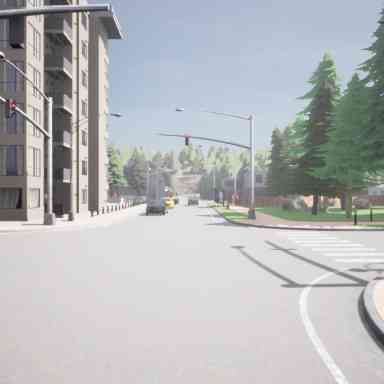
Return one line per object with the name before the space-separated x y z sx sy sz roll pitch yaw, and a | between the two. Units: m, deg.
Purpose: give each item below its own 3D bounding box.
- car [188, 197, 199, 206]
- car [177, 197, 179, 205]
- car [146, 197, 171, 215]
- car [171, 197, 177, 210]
car | 0.196 1.547 55.714 2.033 1.411 5.357 0 0 0
car | -3.288 1.604 60.399 1.895 1.301 4.718 0 0 0
car | -3.483 1.478 33.534 1.882 1.535 5.008 0 0 0
car | -3.436 1.478 44.194 1.882 1.535 5.008 0 0 0
